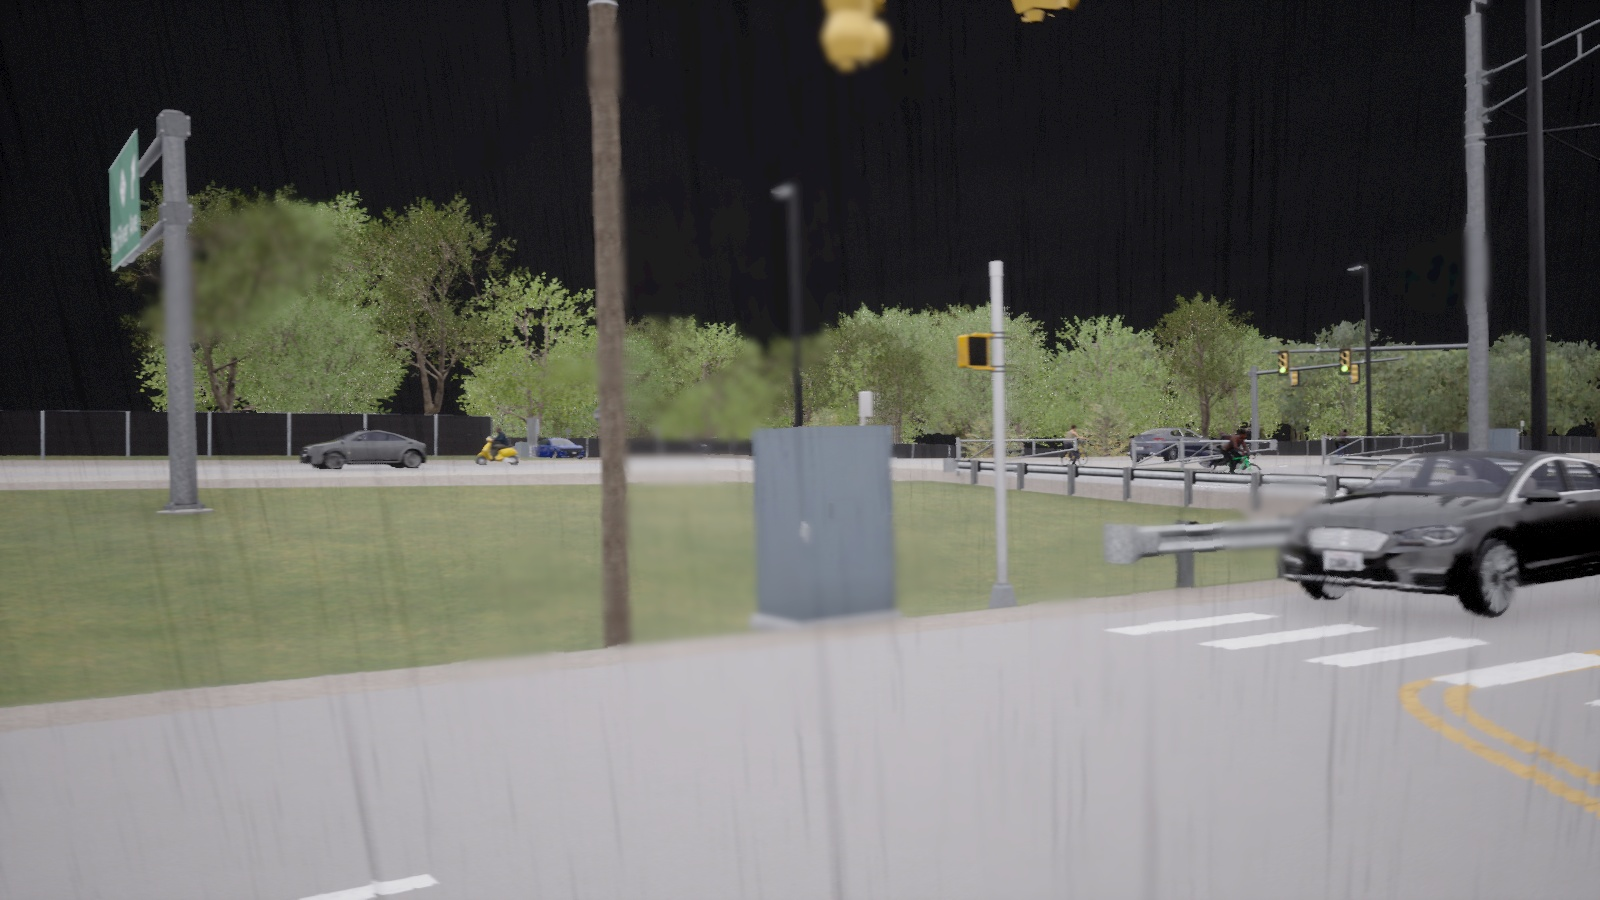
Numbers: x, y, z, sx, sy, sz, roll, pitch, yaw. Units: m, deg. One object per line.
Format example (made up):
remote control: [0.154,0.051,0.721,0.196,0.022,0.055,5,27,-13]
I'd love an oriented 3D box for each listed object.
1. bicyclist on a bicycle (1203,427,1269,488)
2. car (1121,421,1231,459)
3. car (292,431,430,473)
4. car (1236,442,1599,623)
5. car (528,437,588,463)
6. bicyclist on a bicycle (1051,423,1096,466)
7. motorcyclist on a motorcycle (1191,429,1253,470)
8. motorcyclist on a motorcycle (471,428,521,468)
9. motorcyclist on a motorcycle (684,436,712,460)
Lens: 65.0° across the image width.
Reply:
bicyclist on a bicycle: [12.182,0.192,35.127,0.582,1.620,1.656,0,2,-34]
car: [17.299,-0.428,57.665,5.027,1.651,2.152,0,0,-34]
car: [-15.321,0.056,43.866,4.181,1.385,1.994,-1,0,-34]
car: [6.858,0.686,12.743,4.902,1.511,2.128,0,0,-35]
car: [-15.810,0.019,81.826,1.882,1.535,5.008,-2,0,-35]
bicyclist on a bicycle: [10.629,-0.228,48.823,1.509,1.612,0.866,0,2,-35]
motorcyclist on a motorcycle: [16.472,-0.042,49.101,0.866,1.530,2.191,0,2,-36]
motorcyclist on a motorcycle: [-12.368,-0.093,51.108,1.817,1.590,0.866,0,0,-30]
motorcyclist on a motorcycle: [-6.728,-0.105,82.839,0.866,1.530,2.191,-2,1,-34]
